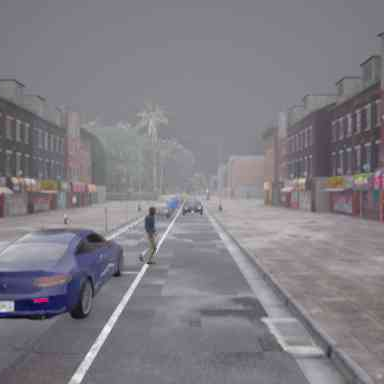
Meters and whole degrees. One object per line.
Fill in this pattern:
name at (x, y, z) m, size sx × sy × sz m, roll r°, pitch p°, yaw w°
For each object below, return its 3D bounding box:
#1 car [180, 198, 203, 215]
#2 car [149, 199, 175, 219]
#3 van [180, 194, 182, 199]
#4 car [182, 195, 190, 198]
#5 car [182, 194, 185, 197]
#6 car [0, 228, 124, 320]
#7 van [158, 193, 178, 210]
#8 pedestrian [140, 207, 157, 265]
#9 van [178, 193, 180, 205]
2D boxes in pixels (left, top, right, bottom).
car at (0.081, 1.512, 32.795) m, size 1.895 × 1.301 × 4.718 m, roll 0°, pitch 0°, yaw 0°
car at (-2.642, 1.501, 28.142) m, size 1.802 × 1.307 × 4.206 m, roll 0°, pitch 0°, yaw 0°
van at (-2.644, 1.233, 44.535) m, size 1.690 × 1.788 × 3.998 m, roll 0°, pitch 0°, yaw 0°
car at (0.031, 1.453, 46.100) m, size 1.994 × 1.385 × 4.181 m, roll 0°, pitch 0°, yaw 1°
car at (-2.646, 1.425, 55.463) m, size 2.008 × 1.369 × 4.403 m, roll 0°, pitch 0°, yaw 0°
car at (-2.751, 1.501, 7.173) m, size 1.812 × 1.442 × 4.674 m, roll 0°, pitch 0°, yaw 0°
van at (-2.643, 1.251, 33.606) m, size 1.690 × 1.788 × 3.998 m, roll 0°, pitch 0°, yaw 0°
pedestrian at (-1.280, 1.259, 10.010) m, size 0.375 × 1.860 × 0.375 m, roll 0°, pitch 0°, yaw 0°
van at (-2.644, 1.242, 39.070) m, size 1.690 × 1.788 × 3.998 m, roll 0°, pitch 0°, yaw 0°
